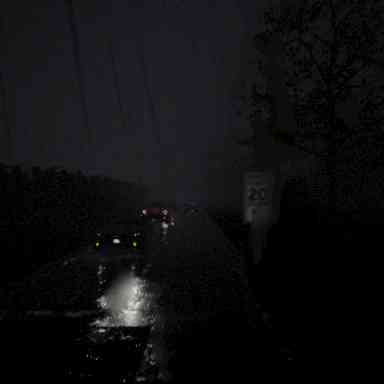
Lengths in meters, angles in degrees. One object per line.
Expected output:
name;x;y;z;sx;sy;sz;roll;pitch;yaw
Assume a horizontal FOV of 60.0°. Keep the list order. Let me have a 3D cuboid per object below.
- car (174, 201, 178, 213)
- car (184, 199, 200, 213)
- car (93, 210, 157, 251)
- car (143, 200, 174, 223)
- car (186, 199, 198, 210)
car;-2.807;1.794;41.406;2.128;1.511;4.902;0;0;0
car;0.040;1.903;41.511;1.895;1.301;4.718;0;0;1
car;-2.855;1.679;14.519;1.994;1.385;4.181;0;-1;0
car;-2.850;1.559;27.390;2.097;1.767;4.553;0;0;0
car;-0.010;1.843;51.535;1.882;1.535;5.008;0;0;0
